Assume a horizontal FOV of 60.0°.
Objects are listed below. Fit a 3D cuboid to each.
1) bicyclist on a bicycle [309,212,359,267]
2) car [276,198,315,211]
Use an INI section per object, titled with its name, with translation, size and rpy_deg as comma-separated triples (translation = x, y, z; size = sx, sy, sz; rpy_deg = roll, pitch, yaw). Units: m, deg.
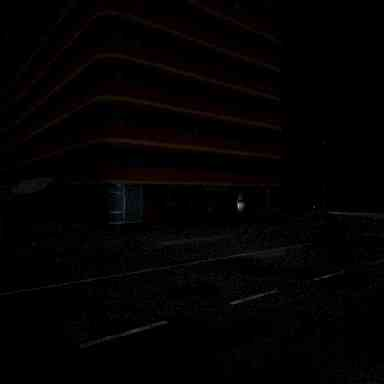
[bicyclist on a bicycle]
translation = 4.320, 1.455, 10.258
size = 0.582, 1.620, 1.656
rpy_deg = 0, -2, -38
[car]
translation = 12.509, 1.492, 40.026
size = 2.128, 1.511, 4.902
rpy_deg = 0, 0, -38
